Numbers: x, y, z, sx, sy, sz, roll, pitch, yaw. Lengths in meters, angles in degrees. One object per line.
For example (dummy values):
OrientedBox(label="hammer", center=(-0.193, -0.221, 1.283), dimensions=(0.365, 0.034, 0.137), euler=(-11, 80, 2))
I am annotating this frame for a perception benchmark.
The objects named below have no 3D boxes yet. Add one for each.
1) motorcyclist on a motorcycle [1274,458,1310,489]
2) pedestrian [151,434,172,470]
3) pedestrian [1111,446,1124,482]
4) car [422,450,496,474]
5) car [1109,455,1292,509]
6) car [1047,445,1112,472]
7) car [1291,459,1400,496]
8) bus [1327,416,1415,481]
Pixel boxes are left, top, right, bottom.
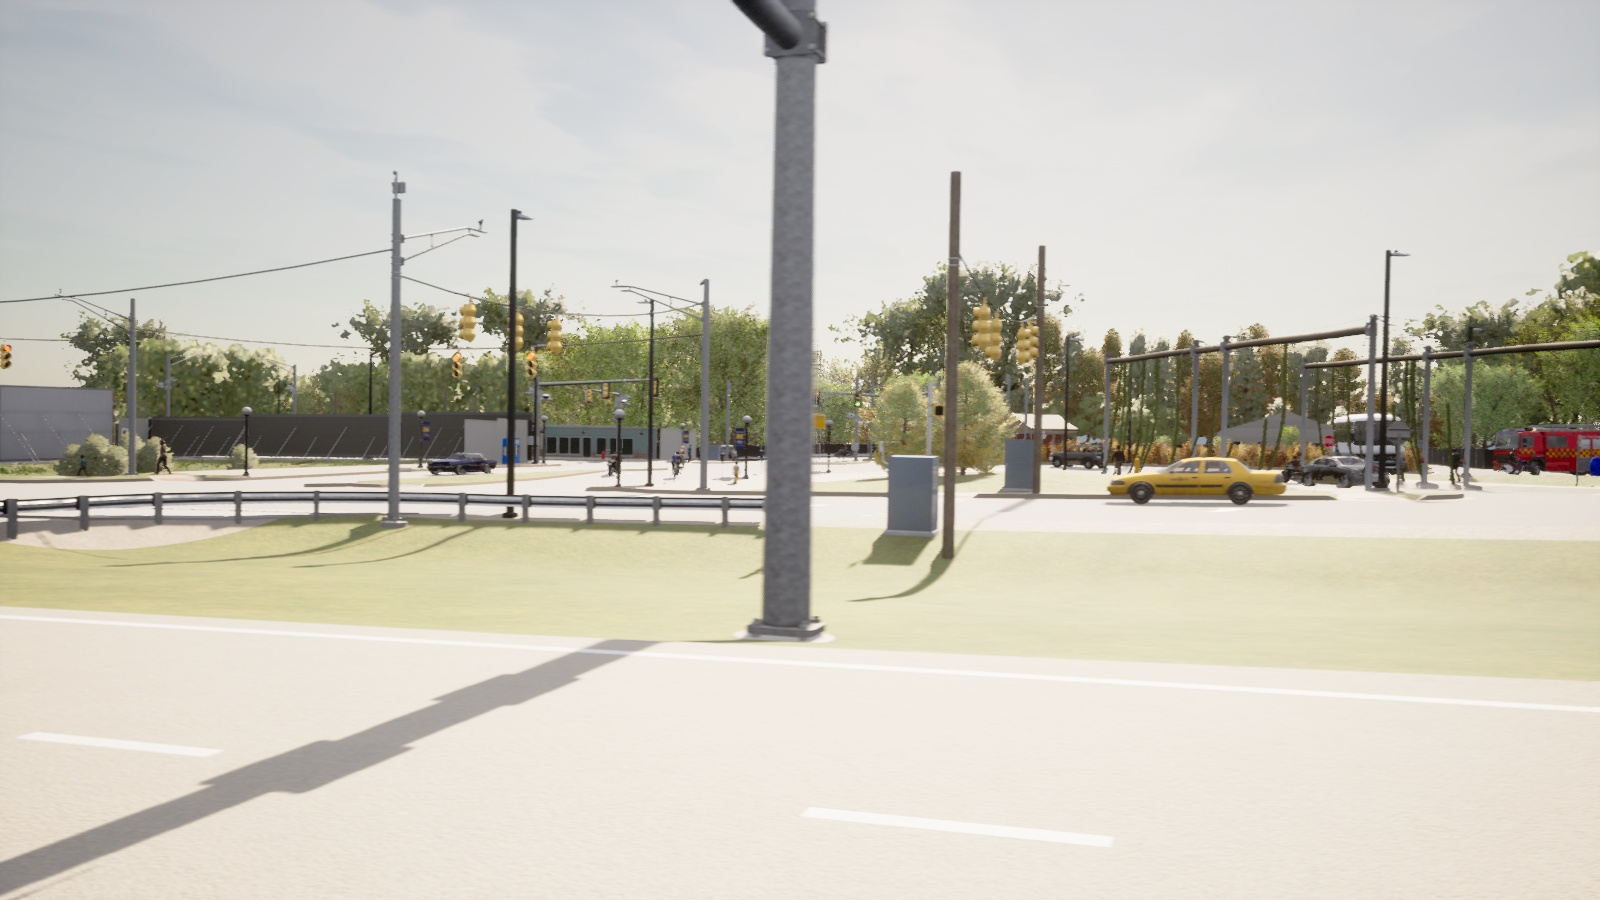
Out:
OrientedBox(label="motorcyclist on a motorcycle", center=(27.092, 1.284, 69.228), dimensions=(0.766, 1.649, 2.350), euler=(1, 0, -8))
OrientedBox(label="pedestrian", center=(-32.687, 0.114, 64.308), dimensions=(0.869, 1.805, 0.328), euler=(0, 2, -44))
OrientedBox(label="pedestrian", center=(16.853, 0.736, 66.629), dimensions=(0.431, 1.840, 0.703), euler=(1, 1, -6))
OrientedBox(label="car", center=(-19.852, 0.677, 73.379), dimensions=(1.895, 1.301, 4.718), euler=(1, 1, 18))
OrientedBox(label="car", center=(12.522, 0.968, 39.457), dimensions=(5.366, 1.575, 1.801), euler=(0, 1, 18))
OrientedBox(label="car", center=(21.237, 0.631, 95.581), dimensions=(1.932, 1.855, 4.605), euler=(-1, 2, -42))
OrientedBox(label="car", center=(23.887, 1.161, 55.229), dimensions=(2.128, 1.511, 4.902), euler=(1, 0, -8))
OrientedBox(label="bus", center=(39.518, -0.084, 87.313), dimensions=(3.944, 4.253, 10.273), euler=(0, 0, 15))
